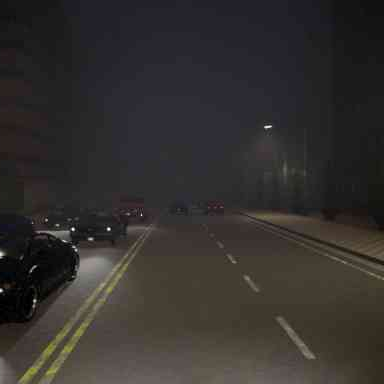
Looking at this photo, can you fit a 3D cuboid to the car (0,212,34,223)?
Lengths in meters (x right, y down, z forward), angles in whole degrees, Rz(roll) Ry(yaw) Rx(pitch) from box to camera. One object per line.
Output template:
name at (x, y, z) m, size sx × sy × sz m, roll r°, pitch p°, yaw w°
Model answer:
car at (-7.572, 1.478, 12.207) m, size 1.882 × 1.535 × 5.008 m, roll 0°, pitch 0°, yaw -3°

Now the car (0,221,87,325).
car at (-3.847, 1.564, 6.977) m, size 1.994 × 1.385 × 4.181 m, roll 0°, pitch 0°, yaw -2°

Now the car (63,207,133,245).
car at (-4.218, 1.601, 15.729) m, size 1.895 × 1.301 × 4.718 m, roll 0°, pitch 0°, yaw -2°

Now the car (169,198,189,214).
car at (-1.379, 1.492, 34.904) m, size 2.128 × 1.511 × 4.902 m, roll 0°, pitch 0°, yaw -2°

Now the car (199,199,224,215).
car at (2.147, 1.547, 34.208) m, size 2.033 × 1.411 × 5.357 m, roll 0°, pitch 0°, yaw -2°

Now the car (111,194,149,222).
car at (-4.659, 1.221, 26.411) m, size 2.150 × 2.045 × 5.566 m, roll 0°, pitch 0°, yaw -3°

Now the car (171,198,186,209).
car at (-1.902, 1.547, 46.490) m, size 2.033 × 1.411 × 5.357 m, roll 0°, pitch 0°, yaw -2°

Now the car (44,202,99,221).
car at (-7.991, 1.547, 22.112) m, size 2.033 × 1.411 × 5.357 m, roll 0°, pitch 0°, yaw -3°

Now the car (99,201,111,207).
car at (-8.376, 1.564, 32.022) m, size 1.994 × 1.385 × 4.181 m, roll 0°, pitch 0°, yaw -2°

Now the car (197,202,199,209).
car at (1.688, 1.601, 43.842) m, size 1.895 × 1.301 × 4.718 m, roll 0°, pitch 0°, yaw -2°
